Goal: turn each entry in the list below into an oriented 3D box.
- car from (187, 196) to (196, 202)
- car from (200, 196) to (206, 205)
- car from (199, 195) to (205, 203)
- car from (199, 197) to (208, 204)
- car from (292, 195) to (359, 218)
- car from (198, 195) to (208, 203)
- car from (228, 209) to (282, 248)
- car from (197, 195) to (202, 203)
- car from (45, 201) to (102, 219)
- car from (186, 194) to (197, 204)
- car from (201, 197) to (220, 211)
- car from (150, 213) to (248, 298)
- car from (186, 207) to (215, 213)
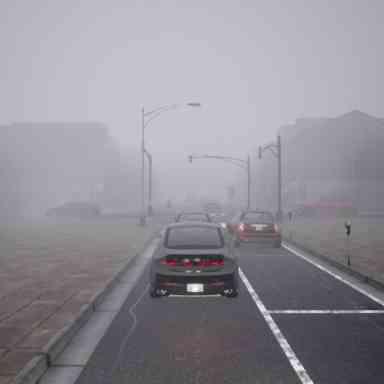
[{"bbox_3d":[-0.169,1.813,82.223,2.033,1.411,5.357,0,-1,0],"label":"car"},{"bbox_3d":[2.557,1.702,47.135,1.947,1.339,4.313,1,0,0],"label":"car"},{"bbox_3d":[2.547,1.699,52.742,1.752,1.417,4.829,1,0,0],"label":"car"},{"bbox_3d":[2.501,1.887,74.492,1.752,1.417,4.829,1,-1,0],"label":"car"},{"bbox_3d":[11.933,1.291,29.895,5.566,2.045,2.150,0,-2,2],"label":"car"},{"bbox_3d":[2.494,1.730,79.763,2.192,1.841,5.009,1,-1,0],"label":"car"},{"bbox_3d":[2.630,1.456,14.951,1.967,1.590,4.097,2,0,0],"label":"car"},{"bbox_3d":[2.523,1.826,63.447,1.947,1.339,4.313,1,-1,0],"label":"car"},{"bbox_3d":[-10.649,1.611,29.914,4.892,1.490,1.837,0,-2,0],"label":"car"},{"bbox_3d":[-0.148,1.553,71.827,2.150,2.045,5.566,0,-1,0],"label":"car"},{"bbox_3d":[2.569,1.670,41.698,1.947,1.339,4.313,1,0,0],"label":"car"},{"bbox_3d":[0.022,1.511,8.520,1.837,1.490,4.892,0,0,-1],"label":"car"},{"bbox_3d":[0.060,1.618,16.032,1.895,1.301,4.718,0,0,0],"label":"car"}]
